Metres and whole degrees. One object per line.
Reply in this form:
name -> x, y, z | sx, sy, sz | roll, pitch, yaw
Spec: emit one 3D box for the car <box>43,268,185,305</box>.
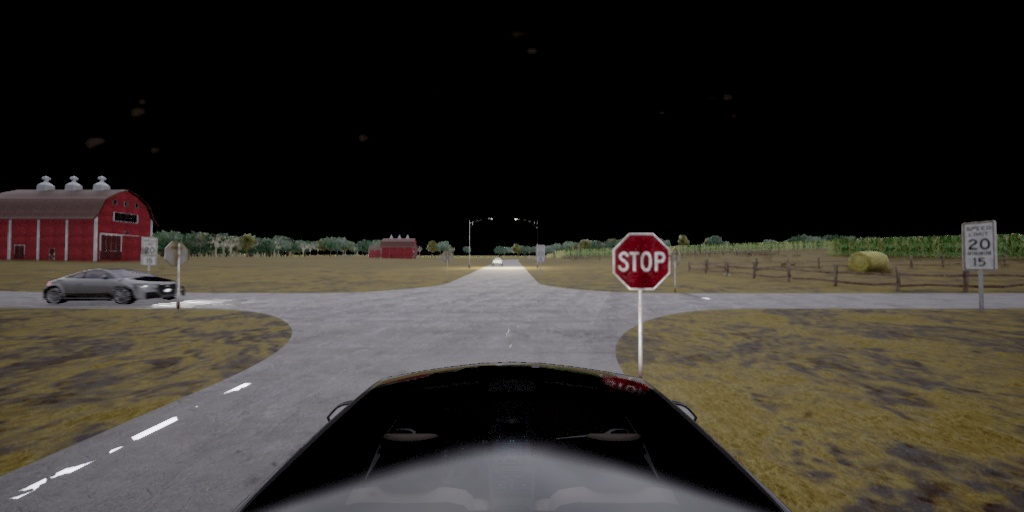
car -> -15.879, 1.194, 14.456 | 4.181, 1.385, 1.994 | 0, -1, 0
